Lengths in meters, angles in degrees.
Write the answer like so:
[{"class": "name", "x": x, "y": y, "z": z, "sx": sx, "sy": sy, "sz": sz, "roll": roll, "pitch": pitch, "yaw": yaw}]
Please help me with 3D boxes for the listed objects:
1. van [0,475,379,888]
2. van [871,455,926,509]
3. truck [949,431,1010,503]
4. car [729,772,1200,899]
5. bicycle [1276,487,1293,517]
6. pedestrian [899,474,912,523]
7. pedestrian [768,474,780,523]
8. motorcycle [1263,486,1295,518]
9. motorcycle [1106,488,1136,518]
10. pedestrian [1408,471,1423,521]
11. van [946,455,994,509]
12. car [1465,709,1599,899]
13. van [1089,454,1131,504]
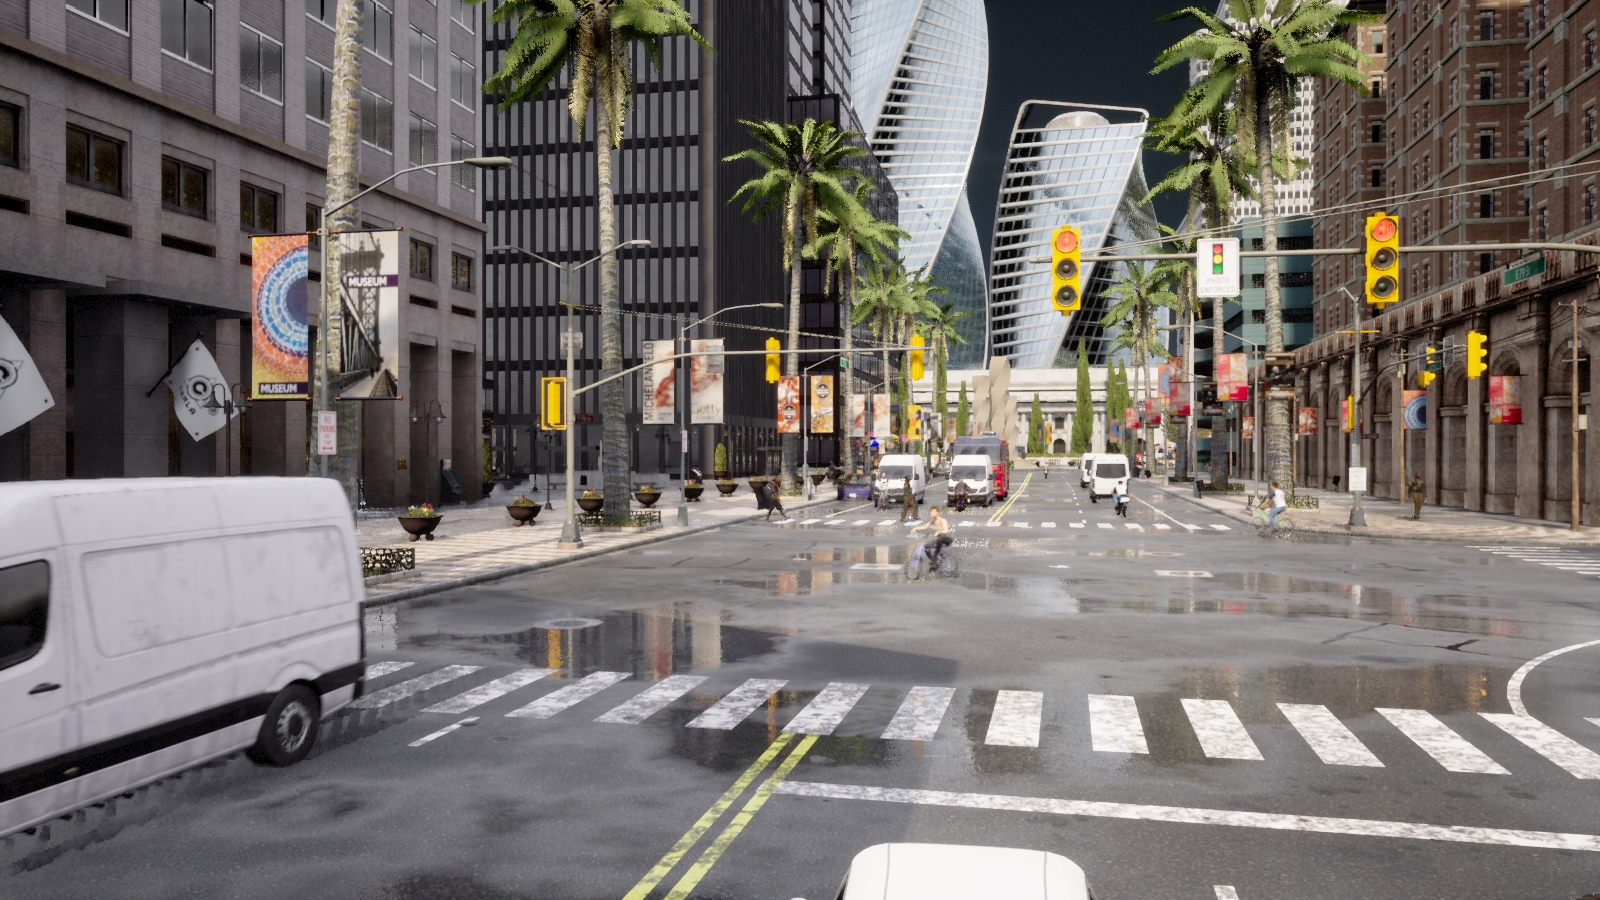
[{"class": "van", "x": -5.840, "y": 1.534, "z": 8.692, "sx": 1.988, "sy": 2.561, "sz": 5.915, "roll": 0, "pitch": 0, "yaw": 14}, {"class": "van", "x": 5.034, "y": 1.534, "z": 57.494, "sx": 1.988, "sy": 2.561, "sz": 5.915, "roll": 0, "pitch": 0, "yaw": 13}, {"class": "truck", "x": 10.323, "y": 0.890, "z": 65.040, "sx": 2.891, "sy": 3.827, "sz": 8.468, "roll": 0, "pitch": 0, "yaw": 13}, {"class": "car", "x": 0.558, "y": 2.120, "z": 3.851, "sx": 1.481, "sy": 1.376, "sz": 2.207, "roll": 0, "pitch": 0, "yaw": 9}, {"class": "bicycle", "x": 20.524, "y": 2.206, "z": 48.420, "sx": 0.373, "sy": 1.196, "sz": 1.643, "roll": 0, "pitch": 0, "yaw": 13}, {"class": "pedestrian", "x": 4.045, "y": 1.848, "z": 43.693, "sx": 0.375, "sy": 1.860, "sz": 0.375, "roll": 0, "pitch": 0, "yaw": 25}, {"class": "pedestrian", "x": -0.993, "y": 1.849, "z": 43.790, "sx": 0.375, "sy": 1.860, "sz": 0.375, "roll": 0, "pitch": 0, "yaw": 11}, {"class": "motorcycle", "x": 20.463, "y": 2.205, "z": 48.863, "sx": 0.867, "sy": 1.251, "sz": 2.209, "roll": 0, "pitch": 0, "yaw": 13}, {"class": "motorcycle", "x": 13.412, "y": 2.213, "z": 47.762, "sx": 0.803, "sy": 1.145, "sz": 2.033, "roll": -1, "pitch": 0, "yaw": 5}, {"class": "pedestrian", "x": 22.798, "y": 1.697, "z": 42.303, "sx": 0.375, "sy": 1.860, "sz": 0.375, "roll": 0, "pitch": 0, "yaw": 10}, {"class": "van", "x": 8.600, "y": 1.534, "z": 57.397, "sx": 1.988, "sy": 2.561, "sz": 5.915, "roll": 0, "pitch": 0, "yaw": 13}, {"class": "car", "x": 3.753, "y": 1.992, "z": 2.523, "sx": 2.152, "sy": 1.651, "sz": 5.027, "roll": 0, "pitch": 0, "yaw": 7}, {"class": "van", "x": 17.013, "y": 1.534, "z": 62.955, "sx": 1.988, "sy": 2.561, "sz": 5.915, "roll": 0, "pitch": 0, "yaw": 13}]
